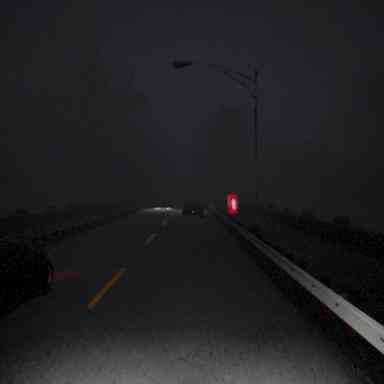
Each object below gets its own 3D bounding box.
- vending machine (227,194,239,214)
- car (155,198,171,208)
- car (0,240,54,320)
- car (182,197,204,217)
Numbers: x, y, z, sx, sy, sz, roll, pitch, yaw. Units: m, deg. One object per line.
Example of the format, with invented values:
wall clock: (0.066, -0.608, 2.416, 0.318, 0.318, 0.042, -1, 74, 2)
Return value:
vending machine: (4.278, 1.209, 34.850, 1.100, 2.100, 0.880, 0, 0, 0)
car: (-4.081, 1.582, 47.360, 1.994, 1.385, 4.181, 0, 0, 0)
car: (-4.099, 1.566, 5.825, 1.994, 1.385, 4.181, 0, 0, 0)
car: (0.080, 1.504, 31.275, 2.128, 1.511, 4.902, 0, 0, 0)
